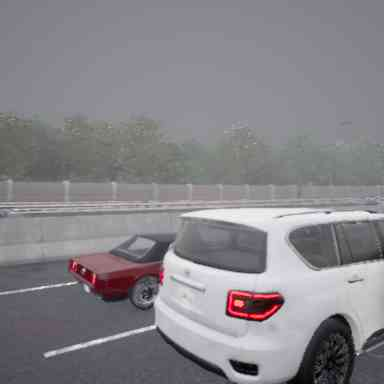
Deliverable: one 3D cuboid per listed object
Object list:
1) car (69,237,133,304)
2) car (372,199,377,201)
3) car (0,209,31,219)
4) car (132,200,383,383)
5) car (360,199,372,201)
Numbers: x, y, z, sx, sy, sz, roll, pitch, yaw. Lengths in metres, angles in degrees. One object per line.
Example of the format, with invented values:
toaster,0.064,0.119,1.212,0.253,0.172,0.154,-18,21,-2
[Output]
car,-0.252,1.626,7.849,4.718,1.301,1.895,1,0,-35
car,25.969,1.559,42.880,4.902,1.511,2.128,0,0,-33
car,-11.291,1.528,17.434,5.357,1.411,2.033,1,0,-35
car,2.125,1.254,5.244,5.566,2.045,2.150,1,0,-35
car,24.056,1.607,45.807,5.357,1.411,2.033,0,0,-33
